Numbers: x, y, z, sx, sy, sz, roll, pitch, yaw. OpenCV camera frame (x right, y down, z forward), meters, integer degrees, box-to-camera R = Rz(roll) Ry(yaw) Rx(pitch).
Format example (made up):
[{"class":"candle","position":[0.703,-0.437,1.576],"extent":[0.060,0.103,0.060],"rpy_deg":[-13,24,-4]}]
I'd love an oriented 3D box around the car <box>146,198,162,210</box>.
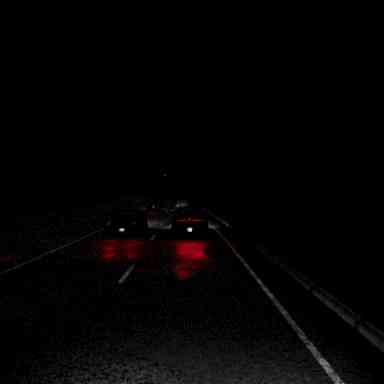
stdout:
[{"class":"car","position":[-5.027,1.602,44.124],"extent":[1.837,1.490,4.892],"rpy_deg":[0,0,-4]}]

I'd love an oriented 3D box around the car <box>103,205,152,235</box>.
[{"class":"car","position":[-3.671,1.644,19.255],"extent":[1.895,1.301,4.718],"rpy_deg":[0,0,-2]}]

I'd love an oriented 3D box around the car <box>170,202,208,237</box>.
[{"class":"car","position":[-0.159,1.545,18.371],"extent":[1.837,1.490,4.892],"rpy_deg":[0,0,-1]}]

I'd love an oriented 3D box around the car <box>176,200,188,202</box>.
[{"class":"car","position":[-1.120,1.609,38.638],"extent":[1.812,1.442,4.674],"rpy_deg":[0,0,-4]}]
